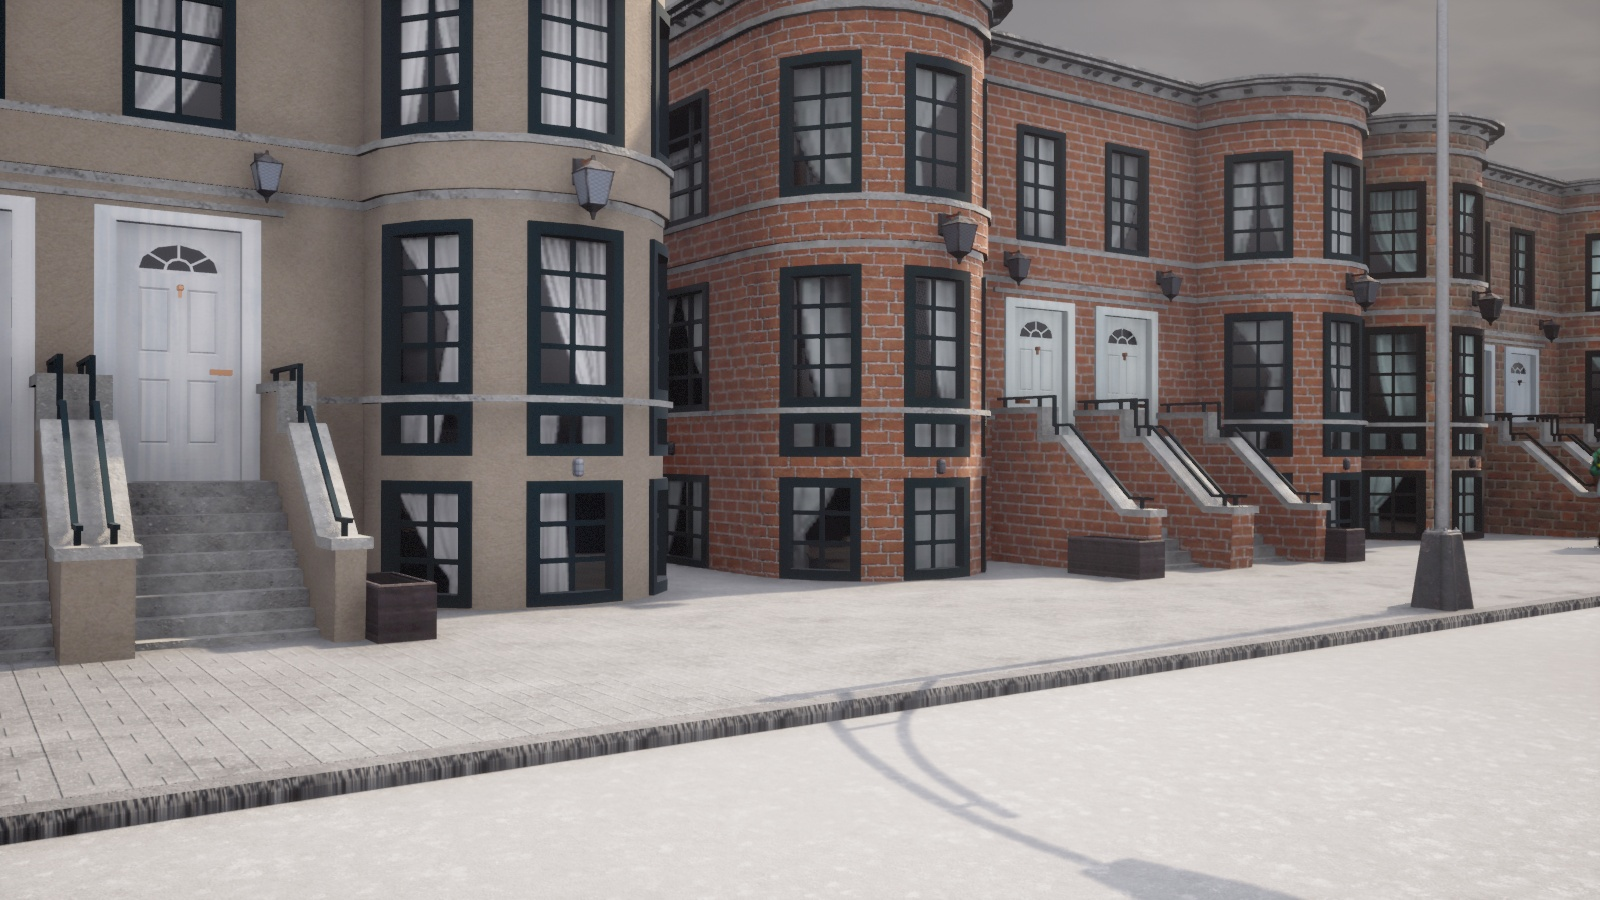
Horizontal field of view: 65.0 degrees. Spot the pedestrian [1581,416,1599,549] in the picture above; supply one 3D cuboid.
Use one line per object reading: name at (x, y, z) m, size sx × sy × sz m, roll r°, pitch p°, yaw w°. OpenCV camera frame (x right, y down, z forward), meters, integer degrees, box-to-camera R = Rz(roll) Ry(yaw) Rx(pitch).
pedestrian at (12.110, 0.474, 18.585) m, size 0.873 × 1.952 × 0.659 m, roll 0°, pitch 0°, yaw -37°
